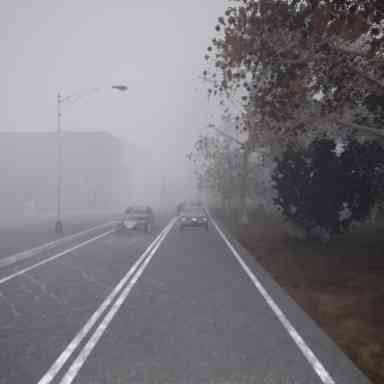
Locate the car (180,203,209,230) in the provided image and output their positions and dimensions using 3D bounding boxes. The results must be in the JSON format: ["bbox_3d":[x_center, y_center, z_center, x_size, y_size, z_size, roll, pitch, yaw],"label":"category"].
[{"bbox_3d":[0.156,1.662,21.835,2.033,1.411,5.357,0,0,0],"label":"car"}]

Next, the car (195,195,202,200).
[{"bbox_3d":[1.854,1.576,95.010,1.837,1.490,4.892,0,0,2],"label":"car"}]

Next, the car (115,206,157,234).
[{"bbox_3d":[-3.277,1.595,20.120,2.128,1.511,4.902,0,0,1],"label":"car"}]

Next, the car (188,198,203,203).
[{"bbox_3d":[0.440,1.771,42.762,1.994,1.385,4.181,0,0,1],"label":"car"}]

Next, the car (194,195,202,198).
[{"bbox_3d":[1.532,1.711,84.592,1.882,1.535,5.008,0,0,2],"label":"car"}]
